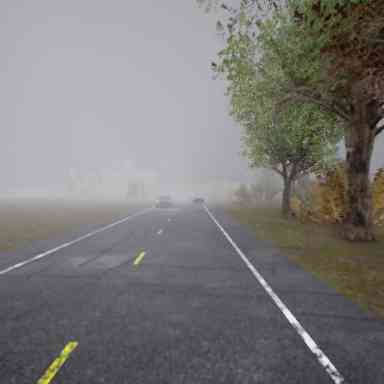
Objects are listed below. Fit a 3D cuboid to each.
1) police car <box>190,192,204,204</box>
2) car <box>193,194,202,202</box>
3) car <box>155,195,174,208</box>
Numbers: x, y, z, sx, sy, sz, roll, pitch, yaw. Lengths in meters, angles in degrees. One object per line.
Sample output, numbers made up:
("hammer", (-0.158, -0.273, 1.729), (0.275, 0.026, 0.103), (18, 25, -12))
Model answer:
("police car", (1.059, 1.187, 55.787), (1.930, 1.638, 5.238), (0, 0, 0))
("car", (1.060, 1.210, 65.678), (1.837, 1.490, 4.892), (0, 0, 0))
("car", (-3.573, 1.176, 43.594), (2.097, 1.767, 4.553), (0, 0, 0))
